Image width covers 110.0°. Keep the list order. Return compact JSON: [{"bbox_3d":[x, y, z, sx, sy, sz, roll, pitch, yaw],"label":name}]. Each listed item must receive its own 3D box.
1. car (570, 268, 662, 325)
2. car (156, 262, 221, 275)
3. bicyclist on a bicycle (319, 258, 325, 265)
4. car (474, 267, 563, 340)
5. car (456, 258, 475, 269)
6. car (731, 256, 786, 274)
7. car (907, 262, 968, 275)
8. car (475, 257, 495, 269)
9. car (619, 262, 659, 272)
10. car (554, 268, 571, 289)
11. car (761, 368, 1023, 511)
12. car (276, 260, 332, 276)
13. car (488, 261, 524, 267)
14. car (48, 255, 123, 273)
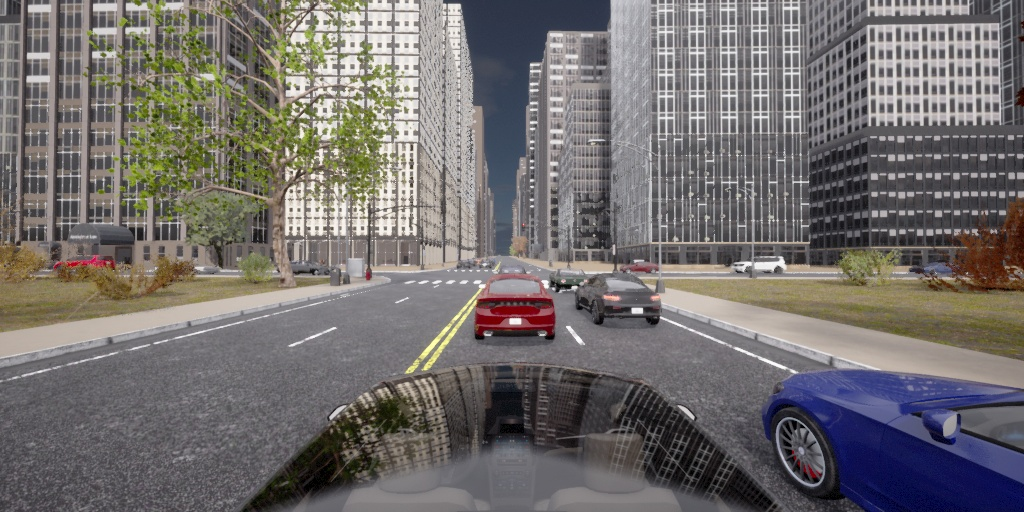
[{"bbox_3d":[3.294,1.277,11.756,1.812,1.442,4.674,0,0,0],"label":"car"},{"bbox_3d":[-30.667,1.239,34.050,4.718,1.301,1.895,0,-1,1],"label":"car"},{"bbox_3d":[-25.404,1.149,48.039,0.582,1.620,1.656,0,-1,1],"label":"bicyclist on a bicycle"},{"bbox_3d":[0.058,1.229,10.032,1.882,1.535,5.008,0,0,0],"label":"car"},{"bbox_3d":[-7.408,1.295,55.751,1.994,1.385,4.181,0,0,-1],"label":"car"},{"bbox_3d":[28.945,1.081,42.098,5.566,2.045,2.150,0,-1,1],"label":"car"},{"bbox_3d":[49.422,1.427,41.569,5.357,1.411,2.033,0,-1,1],"label":"car"},{"bbox_3d":[-4.182,1.222,57.185,2.128,1.511,4.902,0,0,0],"label":"car"},{"bbox_3d":[15.076,1.368,42.398,4.674,1.442,1.812,0,-1,2],"label":"car"},{"bbox_3d":[3.250,1.352,20.914,1.895,1.301,4.718,0,0,0],"label":"car"},{"bbox_3d":[3.344,1.276,1.506,1.812,1.442,4.674,0,0,-1],"label":"car"},{"bbox_3d":[-19.454,1.146,33.778,4.902,1.511,2.128,0,-1,1],"label":"car"},{"bbox_3d":[0.006,1.243,19.536,2.128,1.511,4.902,0,0,0],"label":"car"},{"bbox_3d":[-48.876,0.929,41.155,5.566,2.045,2.150,0,-1,2],"label":"car"}]
